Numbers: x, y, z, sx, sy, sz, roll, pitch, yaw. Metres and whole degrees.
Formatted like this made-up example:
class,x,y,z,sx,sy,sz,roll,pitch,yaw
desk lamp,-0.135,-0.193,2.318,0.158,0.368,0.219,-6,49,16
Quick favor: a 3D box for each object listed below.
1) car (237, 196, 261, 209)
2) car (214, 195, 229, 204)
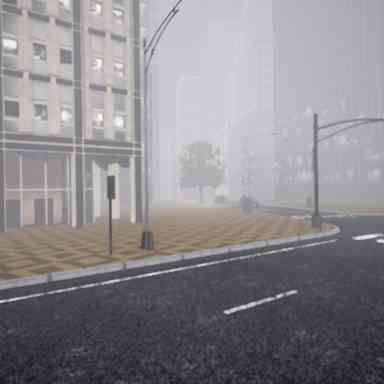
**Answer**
class,x,y,z,sx,sy,sz,roll,pitch,yaw
car,6.964,1.268,41.191,1.837,1.490,4.892,-1,0,-8
car,4.951,1.273,56.387,1.837,1.490,4.892,-1,0,-7
